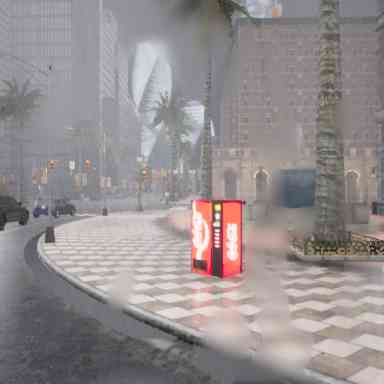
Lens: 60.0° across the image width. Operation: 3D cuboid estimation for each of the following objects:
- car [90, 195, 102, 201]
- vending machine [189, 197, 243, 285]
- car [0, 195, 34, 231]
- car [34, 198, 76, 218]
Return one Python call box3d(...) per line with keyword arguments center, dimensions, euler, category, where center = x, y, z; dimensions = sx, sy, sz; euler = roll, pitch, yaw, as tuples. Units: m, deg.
box3d(center=(-24.290, 1.513, 84.688), dimensions=(2.161, 1.482, 4.786), euler=(0, 0, 1), category="car")
box3d(center=(0.636, 1.195, 8.717), dimensions=(1.100, 2.100, 0.880), euler=(0, 0, -43), category="vending machine")
box3d(center=(-12.211, 1.221, 20.787), dimensions=(2.150, 2.045, 5.566), euler=(0, 0, -6), category="car")
box3d(center=(-12.436, 1.352, 30.360), dimensions=(2.097, 1.767, 4.553), euler=(0, 0, 5), category="car")
